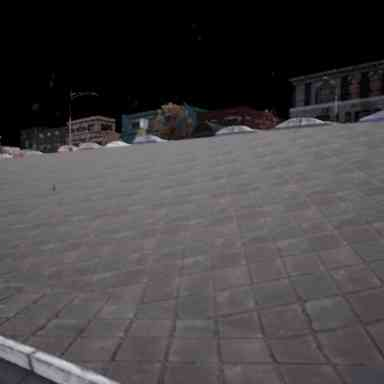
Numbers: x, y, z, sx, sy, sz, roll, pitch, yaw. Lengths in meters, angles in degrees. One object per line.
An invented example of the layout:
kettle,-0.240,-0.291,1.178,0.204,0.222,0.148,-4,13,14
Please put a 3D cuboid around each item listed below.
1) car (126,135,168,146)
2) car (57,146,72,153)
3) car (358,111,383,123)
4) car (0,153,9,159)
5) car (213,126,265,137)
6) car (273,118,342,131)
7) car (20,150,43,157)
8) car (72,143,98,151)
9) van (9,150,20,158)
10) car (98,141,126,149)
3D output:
car,-4.177,-5.020,34.097,4.553,1.767,2.185,2,2,42
car,-16.549,-5.531,45.287,4.553,1.767,2.185,2,2,42
car,12.214,-4.127,19.435,4.674,1.452,2.002,3,2,41
car,-32.905,-5.987,60.081,4.674,1.452,2.002,2,1,42
car,3.931,-4.554,26.763,4.892,1.521,2.231,2,2,42
car,8.028,-4.370,23.069,4.892,1.521,2.231,3,2,42
car,-24.720,-5.724,52.676,4.892,1.521,2.231,2,2,42
car,-12.457,-5.365,41.586,4.553,1.767,2.185,2,2,42
van,-28.717,-6.101,56.292,4.442,1.987,1.878,2,1,42
car,-8.253,-5.024,37.783,4.674,1.452,2.002,2,2,42
